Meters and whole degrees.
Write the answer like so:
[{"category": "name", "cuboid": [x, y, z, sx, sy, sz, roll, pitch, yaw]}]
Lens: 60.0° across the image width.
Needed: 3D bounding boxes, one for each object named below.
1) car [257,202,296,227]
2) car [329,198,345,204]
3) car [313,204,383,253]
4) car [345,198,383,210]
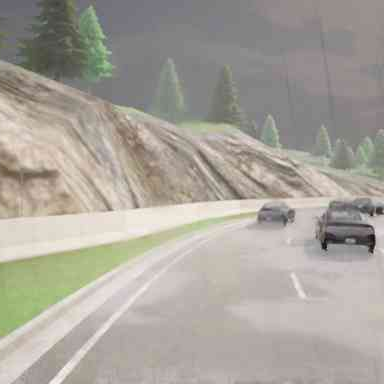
[{"category": "car", "cuboid": [5.766, 1.417, 22.379, 2.128, 1.511, 4.902, 0, 0, 26]}, {"category": "car", "cuboid": [16.945, 1.422, 36.886, 4.902, 1.511, 2.128, 0, 0, -42]}, {"category": "car", "cuboid": [6.200, 1.464, 13.798, 2.128, 1.511, 4.902, 0, 0, 17]}, {"category": "car", "cuboid": [16.294, 1.308, 30.953, 2.097, 1.767, 4.553, 1, 0, 42]}]
